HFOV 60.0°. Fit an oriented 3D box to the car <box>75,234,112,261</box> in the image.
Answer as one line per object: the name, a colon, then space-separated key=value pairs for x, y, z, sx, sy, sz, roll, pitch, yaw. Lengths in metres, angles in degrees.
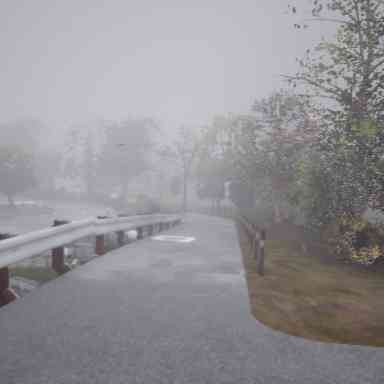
car: x=-6.833 y=3.483 z=17.927 sx=4.553 sy=1.767 sz=2.185 roll=3 pitch=3 yaw=-13

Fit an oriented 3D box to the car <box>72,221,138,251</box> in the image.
car: x=-6.520 y=3.245 z=20.903 sx=5.566 sy=2.045 sz=2.435 roll=3 pitch=3 yaw=-13

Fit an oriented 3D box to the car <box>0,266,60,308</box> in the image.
car: x=-7.590 y=3.827 z=11.933 sx=4.892 sy=1.521 sz=2.231 roll=3 pitch=3 yaw=-13

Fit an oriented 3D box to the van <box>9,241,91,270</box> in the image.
van: x=-7.108 y=3.497 z=14.954 sx=4.442 sy=1.987 sz=1.878 roll=3 pitch=2 yaw=-13

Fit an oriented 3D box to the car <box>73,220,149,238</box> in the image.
car: x=-6.114 y=3.138 z=23.934 sx=5.566 sy=2.045 sz=2.435 roll=3 pitch=2 yaw=-13

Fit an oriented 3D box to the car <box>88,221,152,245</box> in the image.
car: x=-5.773 y=3.308 z=26.947 sx=4.792 sy=1.488 sz=2.163 roll=3 pitch=2 yaw=-13
